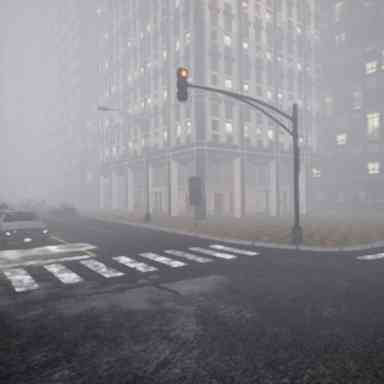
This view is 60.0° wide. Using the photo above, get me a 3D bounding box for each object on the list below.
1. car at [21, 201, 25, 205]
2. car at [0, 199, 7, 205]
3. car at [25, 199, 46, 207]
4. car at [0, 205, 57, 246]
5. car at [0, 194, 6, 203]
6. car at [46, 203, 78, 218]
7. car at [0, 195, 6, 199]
[{"bbox_3d":[-21.594,1.653,44.492,1.947,1.339,4.313,1,-1,-36],"label":"car"},{"bbox_3d":[-14.154,1.541,24.111,2.128,1.511,4.902,0,0,-36],"label":"car"},{"bbox_3d":[-18.448,1.603,40.094,1.752,1.417,4.829,1,-1,-36],"label":"car"},{"bbox_3d":[-8.233,1.580,15.842,2.033,1.411,5.357,0,0,-34],"label":"car"},{"bbox_3d":[-44.297,1.473,76.253,2.192,1.841,5.009,1,-1,-36],"label":"car"},{"bbox_3d":[-11.863,1.639,30.880,1.802,1.307,4.206,1,-1,-36],"label":"car"},{"bbox_3d":[-30.647,1.634,52.676,1.812,1.442,4.674,0,0,-36],"label":"car"}]
